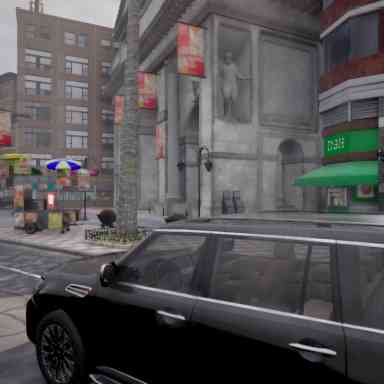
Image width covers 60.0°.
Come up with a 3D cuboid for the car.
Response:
[{"bbox_3d":[0.524,1.221,3.518,5.566,2.045,2.150,0,0,36],"label":"car"}]
